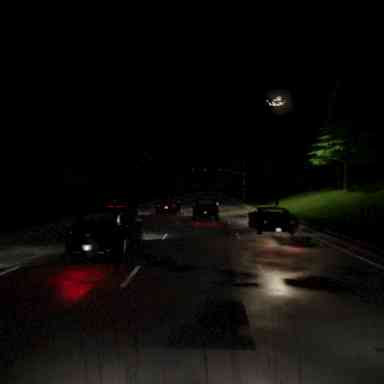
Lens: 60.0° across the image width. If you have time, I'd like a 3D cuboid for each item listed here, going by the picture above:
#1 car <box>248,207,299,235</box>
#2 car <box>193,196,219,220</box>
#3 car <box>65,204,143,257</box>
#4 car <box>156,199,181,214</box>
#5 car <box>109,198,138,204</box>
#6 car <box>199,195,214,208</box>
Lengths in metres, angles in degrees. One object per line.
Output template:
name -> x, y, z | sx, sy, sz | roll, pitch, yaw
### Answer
car -> 4.167, 1.450, 17.793 | 1.895, 1.301, 4.718 | 0, 0, 3
car -> 1.070, 1.267, 26.052 | 1.882, 1.535, 5.008 | 0, 1, 3
car -> -3.066, 1.410, 12.443 | 1.837, 1.490, 4.892 | 0, 0, 2
car -> -2.166, 1.318, 31.366 | 1.994, 1.385, 4.181 | 0, 0, 3
car -> -5.836, 1.291, 28.112 | 1.837, 1.490, 4.892 | 0, 0, 3
car -> 1.929, 1.179, 43.058 | 1.812, 1.442, 4.674 | 0, 1, 3
